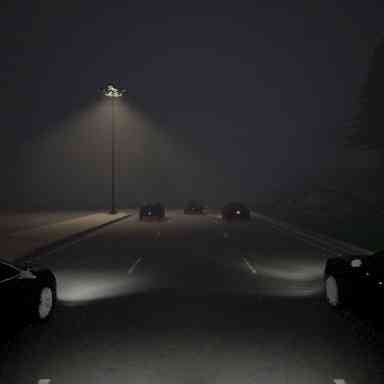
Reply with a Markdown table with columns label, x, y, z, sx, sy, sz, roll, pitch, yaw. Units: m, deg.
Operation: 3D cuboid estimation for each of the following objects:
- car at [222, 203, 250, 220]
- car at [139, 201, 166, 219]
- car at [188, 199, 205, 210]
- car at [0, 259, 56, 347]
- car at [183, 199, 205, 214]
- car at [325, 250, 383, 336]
| label | x | y | z | sx | sy | sz | roll | pitch | yaw |
| --- | --- | --- | --- | --- | --- | --- | --- | --- | --- |
| car | 3.601 | 1.564 | 27.834 | 1.994 | 1.385 | 4.181 | 0 | 0 | 0 |
| car | -3.398 | 1.492 | 29.026 | 2.128 | 1.511 | 4.902 | 0 | 0 | 0 |
| car | 0.630 | 1.601 | 44.493 | 1.895 | 1.301 | 4.718 | 0 | 0 | 6 |
| car | -3.400 | 1.503 | 4.200 | 1.837 | 1.490 | 4.892 | 0 | 0 | 0 |
| car | 0.139 | 1.526 | 35.338 | 1.812 | 1.442 | 4.674 | 0 | 0 | 1 |
| car | 3.601 | 1.478 | 4.740 | 1.882 | 1.535 | 5.008 | 0 | 0 | 0 |
